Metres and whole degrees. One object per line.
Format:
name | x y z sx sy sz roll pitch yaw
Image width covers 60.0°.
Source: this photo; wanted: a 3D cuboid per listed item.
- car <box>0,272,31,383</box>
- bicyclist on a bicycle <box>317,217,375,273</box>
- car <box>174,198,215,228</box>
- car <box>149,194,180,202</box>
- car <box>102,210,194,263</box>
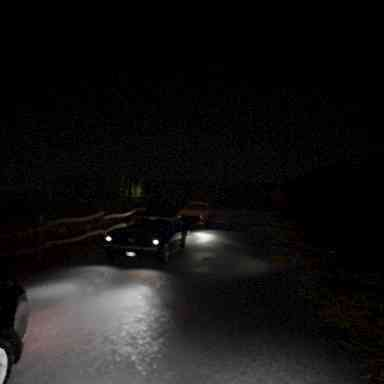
car | -3.017 1.377 1.969 1.837 1.490 4.892 2 0 7
bicyclist on a bicycle | 4.617 1.585 9.958 1.656 1.620 0.582 3 0 10
car | 0.383 1.389 21.812 1.882 1.535 5.008 2 0 10
car | -3.585 1.000 44.914 4.553 1.767 2.097 2 0 15
car | -1.385 1.490 11.787 1.895 1.301 4.718 2 0 10
